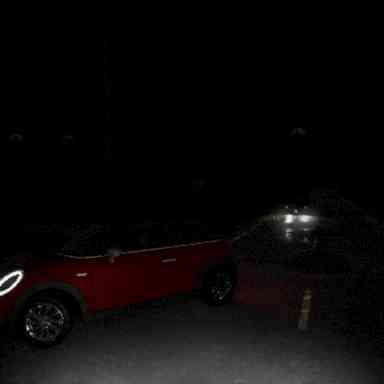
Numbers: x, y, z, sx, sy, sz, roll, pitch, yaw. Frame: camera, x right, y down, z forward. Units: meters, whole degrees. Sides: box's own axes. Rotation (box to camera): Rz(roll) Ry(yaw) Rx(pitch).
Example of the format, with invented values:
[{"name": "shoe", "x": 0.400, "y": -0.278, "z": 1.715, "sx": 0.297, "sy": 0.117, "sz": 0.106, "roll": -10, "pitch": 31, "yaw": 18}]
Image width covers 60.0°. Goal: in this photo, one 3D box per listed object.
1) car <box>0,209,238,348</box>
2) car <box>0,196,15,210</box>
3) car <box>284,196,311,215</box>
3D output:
[{"name": "car", "x": -1.381, "y": 1.252, "z": 6.246, "sx": 4.553, "sy": 1.767, "sz": 2.097, "roll": 0, "pitch": -1, "yaw": -33}, {"name": "car", "x": -10.316, "y": 1.152, "z": 17.258, "sx": 1.905, "sy": 1.878, "sz": 3.866, "roll": -1, "pitch": 1, "yaw": -9}, {"name": "car", "x": 8.754, "y": 1.024, "z": 27.344, "sx": 2.033, "sy": 1.411, "sz": 5.357, "roll": -1, "pitch": 1, "yaw": 22}]
